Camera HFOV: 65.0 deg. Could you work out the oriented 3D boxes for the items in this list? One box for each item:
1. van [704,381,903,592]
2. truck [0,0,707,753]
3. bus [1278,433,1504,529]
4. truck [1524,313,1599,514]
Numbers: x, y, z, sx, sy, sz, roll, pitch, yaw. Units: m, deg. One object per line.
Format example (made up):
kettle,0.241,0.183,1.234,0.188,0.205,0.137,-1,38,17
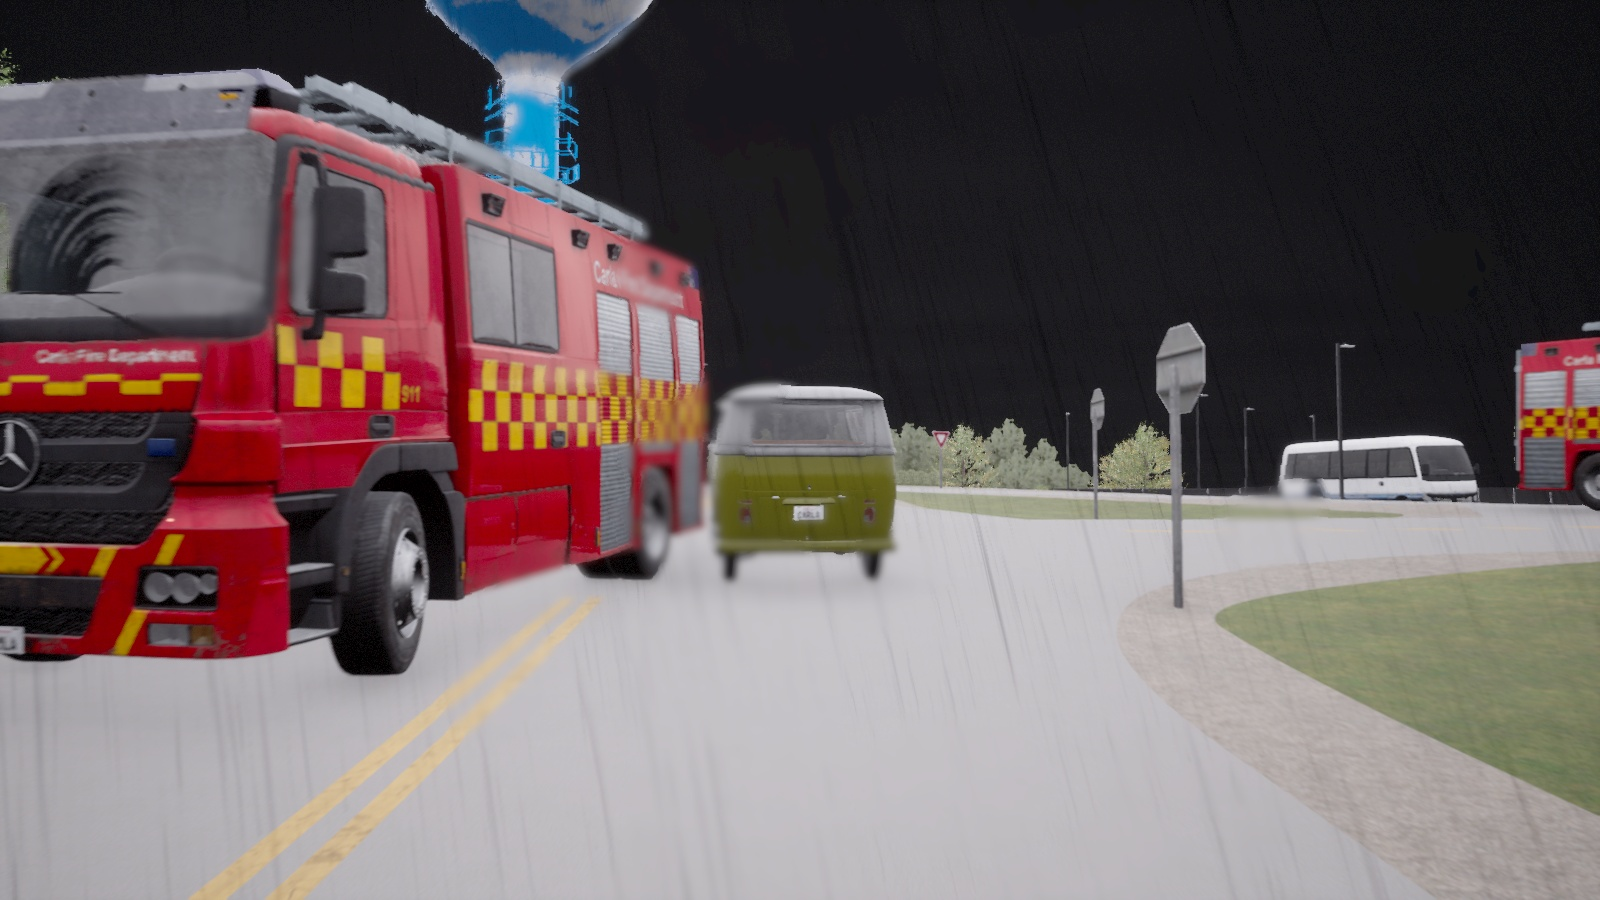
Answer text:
van,-0.131,0.316,14.116,1.775,1.987,4.442,0,1,-6
truck,-3.329,-0.547,10.419,2.891,3.827,8.468,0,1,12
bus,28.466,1.600,61.348,3.944,4.253,10.273,-1,-2,-17
truck,17.739,-0.697,22.138,2.891,3.827,8.468,1,-1,-25
